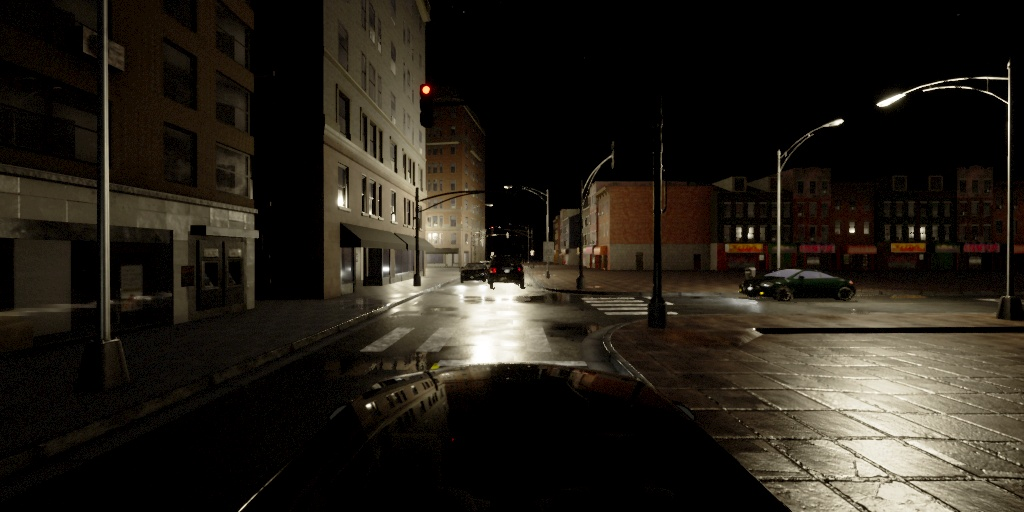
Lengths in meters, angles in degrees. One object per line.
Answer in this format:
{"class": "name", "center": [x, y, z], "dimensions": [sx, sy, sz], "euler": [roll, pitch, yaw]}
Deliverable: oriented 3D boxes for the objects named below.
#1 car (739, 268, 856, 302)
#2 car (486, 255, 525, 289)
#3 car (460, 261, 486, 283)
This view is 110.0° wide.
{"class": "car", "center": [12.628, 1.259, 16.015], "dimensions": [4.181, 1.385, 1.994], "euler": [0, 0, 0]}
{"class": "car", "center": [-0.428, 0.973, 23.168], "dimensions": [2.150, 2.045, 5.566], "euler": [-1, 0, -3]}
{"class": "car", "center": [-2.838, 1.231, 27.929], "dimensions": [1.882, 1.535, 5.008], "euler": [0, 0, 0]}
